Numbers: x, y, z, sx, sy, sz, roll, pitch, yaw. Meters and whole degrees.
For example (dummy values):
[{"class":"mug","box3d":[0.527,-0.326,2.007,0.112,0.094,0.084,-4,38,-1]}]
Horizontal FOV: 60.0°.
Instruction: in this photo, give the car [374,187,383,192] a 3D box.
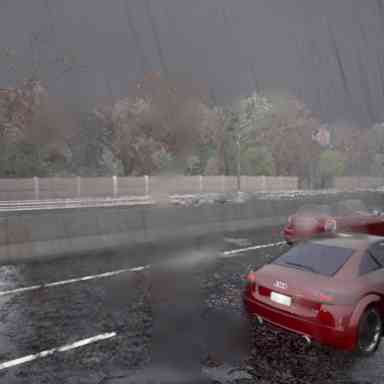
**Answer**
[{"class":"car","box3d":[33.938,-0.180,58.714,4.892,1.490,1.837,-2,1,-36]}]

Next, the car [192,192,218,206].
[{"class":"car","box3d":[2.749,0.795,31.924,4.553,1.767,2.097,-2,1,-36]}]

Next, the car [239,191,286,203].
[{"class":"car","box3d":[6.429,0.941,25.949,4.902,1.511,2.128,-2,1,-36]}]

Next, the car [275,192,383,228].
[{"class":"car","box3d":[5.462,1.040,12.043,4.553,1.767,2.097,-2,1,-36]}]

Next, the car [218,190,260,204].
[{"class":"car","box3d":[4.961,0.785,29.205,4.553,1.767,2.097,-2,1,-36]}]

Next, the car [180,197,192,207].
[{"class":"car","box3d":[1.016,0.927,34.991,4.902,1.511,2.128,-2,1,-36]}]

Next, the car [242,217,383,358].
[{"class":"car","box3d":[2.864,1.409,5.834,4.181,1.385,1.994,-2,1,-36]}]
